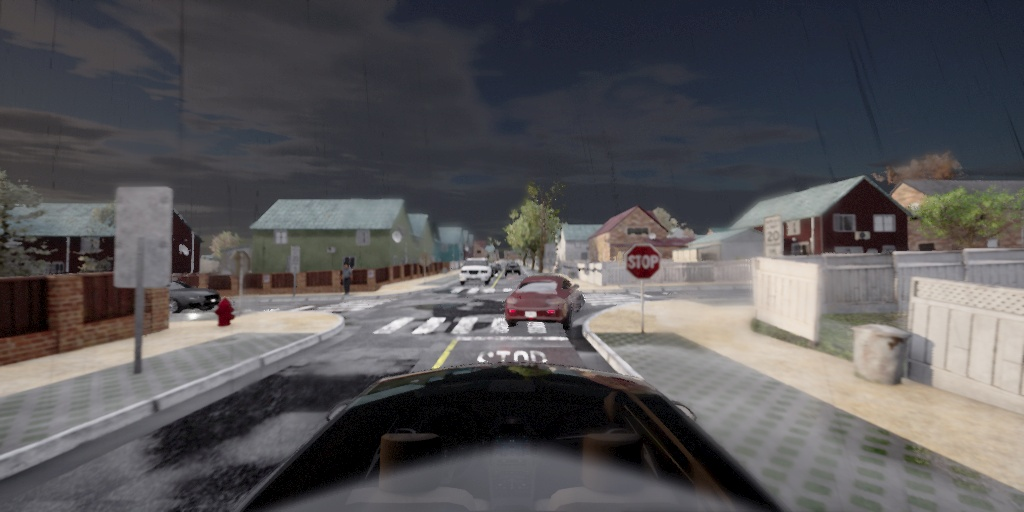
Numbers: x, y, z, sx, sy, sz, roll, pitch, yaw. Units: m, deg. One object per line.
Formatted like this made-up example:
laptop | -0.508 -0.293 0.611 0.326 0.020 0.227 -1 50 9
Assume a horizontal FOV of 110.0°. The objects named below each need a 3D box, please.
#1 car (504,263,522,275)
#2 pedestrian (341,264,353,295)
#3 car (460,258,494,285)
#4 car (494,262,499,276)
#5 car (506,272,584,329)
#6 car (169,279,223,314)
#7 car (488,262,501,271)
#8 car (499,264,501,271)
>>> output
car | 0.100 1.567 44.108 1.837 1.490 4.892 0 0 0
pedestrian | -9.691 1.353 21.013 0.375 1.860 0.375 0 0 0
car | -2.833 1.173 28.833 2.150 2.045 5.566 0 0 -1
car | -2.844 1.515 38.749 2.128 1.511 4.902 0 0 0
car | 1.127 1.337 11.544 1.812 1.442 4.674 -1 0 16
car | -15.023 1.699 15.114 4.892 1.490 1.837 -2 -2 0
car | -2.804 1.726 58.320 1.994 1.385 4.181 0 0 0
car | -2.840 1.570 48.405 1.882 1.535 5.008 0 0 0
